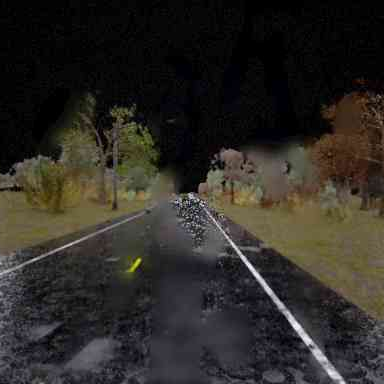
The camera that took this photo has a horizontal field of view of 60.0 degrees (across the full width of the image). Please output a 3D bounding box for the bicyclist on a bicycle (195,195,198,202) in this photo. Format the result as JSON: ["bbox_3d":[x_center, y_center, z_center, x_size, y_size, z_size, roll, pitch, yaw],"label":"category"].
[{"bbox_3d":[0.987,1.553,75.542,0.866,1.612,1.509,0,0,0],"label":"bicyclist on a bicycle"}]

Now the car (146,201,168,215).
[{"bbox_3d":[-3.582,1.600,34.441,1.994,1.385,4.181,0,0,0],"label":"car"}]

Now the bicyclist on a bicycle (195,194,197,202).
[{"bbox_3d":[0.994,1.506,84.543,0.659,1.776,1.843,0,0,0],"label":"bicyclist on a bicycle"}]

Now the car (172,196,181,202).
[{"bbox_3d":[-3.472,1.580,74.999,2.033,1.411,5.357,0,0,0],"label":"car"}]
